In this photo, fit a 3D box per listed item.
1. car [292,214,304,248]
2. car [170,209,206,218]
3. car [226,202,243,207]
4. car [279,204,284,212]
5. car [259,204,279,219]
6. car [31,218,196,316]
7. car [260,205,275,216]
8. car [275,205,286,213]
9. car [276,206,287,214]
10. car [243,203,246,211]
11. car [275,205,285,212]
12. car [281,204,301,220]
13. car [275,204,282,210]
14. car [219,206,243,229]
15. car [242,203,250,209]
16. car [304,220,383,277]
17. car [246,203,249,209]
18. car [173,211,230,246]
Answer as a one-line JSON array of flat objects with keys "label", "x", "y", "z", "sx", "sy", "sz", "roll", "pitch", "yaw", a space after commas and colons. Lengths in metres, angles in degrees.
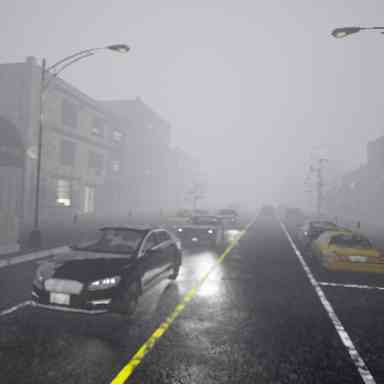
[{"label": "car", "x": 6.405, "y": 2.082, "z": 16.860, "sx": 2.008, "sy": 1.369, "sz": 4.403, "roll": 2, "pitch": -1, "yaw": 13}, {"label": "car", "x": -0.550, "y": 1.951, "z": 23.973, "sx": 1.752, "sy": 1.417, "sz": 4.829, "roll": 2, "pitch": -1, "yaw": 13}, {"label": "car", "x": 6.948, "y": 2.638, "z": 56.482, "sx": 2.192, "sy": 1.841, "sz": 5.009, "roll": 2, "pitch": -1, "yaw": 13}, {"label": "car", "x": 14.123, "y": 2.920, "z": 48.353, "sx": 1.837, "sy": 1.490, "sz": 4.892, "roll": 2, "pitch": -1, "yaw": 13}, {"label": "car", "x": 9.952, "y": 2.532, "z": 43.788, "sx": 2.097, "sy": 1.767, "sz": 4.553, "roll": 2, "pitch": -1, "yaw": 13}, {"label": "car", "x": -1.593, "y": 1.569, "z": 7.897, "sx": 2.128, "sy": 1.511, "sz": 4.902, "roll": 2, "pitch": -1, "yaw": 14}, {"label": "car", "x": 11.941, "y": 2.911, "z": 52.463, "sx": 2.128, "sy": 1.511, "sz": 4.902, "roll": 2, "pitch": -1, "yaw": 13}, {"label": "car", "x": 18.823, "y": 3.587, "z": 70.758, "sx": 1.947, "sy": 1.339, "sz": 4.313, "roll": 2, "pitch": -1, "yaw": 13}, {"label": "car", "x": 17.581, "y": 3.437, "z": 65.368, "sx": 1.947, "sy": 1.339, "sz": 4.313, "roll": 2, "pitch": -1, "yaw": 13}, {"label": "car", "x": 9.419, "y": 3.204, "z": 67.256, "sx": 1.802, "sy": 1.307, "sz": 4.206, "roll": 2, "pitch": -1, "yaw": 13}, {"label": "car", "x": 20.004, "y": 3.708, "z": 75.848, "sx": 1.887, "sy": 1.381, "sz": 4.507, "roll": 2, "pitch": -1, "yaw": 13}, {"label": "car", "x": 12.548, "y": 2.704, "z": 41.535, "sx": 1.882, "sy": 1.535, "sz": 5.008, "roll": 2, "pitch": -1, "yaw": 13}, {"label": "car", "x": 22.579, "y": 3.996, "z": 86.782, "sx": 1.752, "sy": 1.417, "sz": 4.829, "roll": 2, "pitch": -1, "yaw": 13}, {"label": "car", "x": 2.902, "y": 2.139, "z": 27.396, "sx": 1.812, "sy": 1.442, "sz": 4.674, "roll": 2, "pitch": -1, "yaw": 13}, {"label": "car", "x": 14.653, "y": 3.788, "z": 90.269, "sx": 1.752, "sy": 1.417, "sz": 4.829, "roll": 2, "pitch": -1, "yaw": 13}, {"label": "car", "x": 5.203, "y": 1.913, "z": 11.636, "sx": 1.752, "sy": 1.417, "sz": 4.829, "roll": 2, "pitch": -1, "yaw": 13}, {"label": "car", "x": 10.668, "y": 3.213, "z": 72.649, "sx": 1.967, "sy": 1.590, "sz": 4.097, "roll": 2, "pitch": -1, "yaw": 13}, {"label": "car", "x": 0.621, "y": 1.943, "z": 17.570, "sx": 1.895, "sy": 1.301, "sz": 4.718, "roll": 2, "pitch": -1, "yaw": 13}]
